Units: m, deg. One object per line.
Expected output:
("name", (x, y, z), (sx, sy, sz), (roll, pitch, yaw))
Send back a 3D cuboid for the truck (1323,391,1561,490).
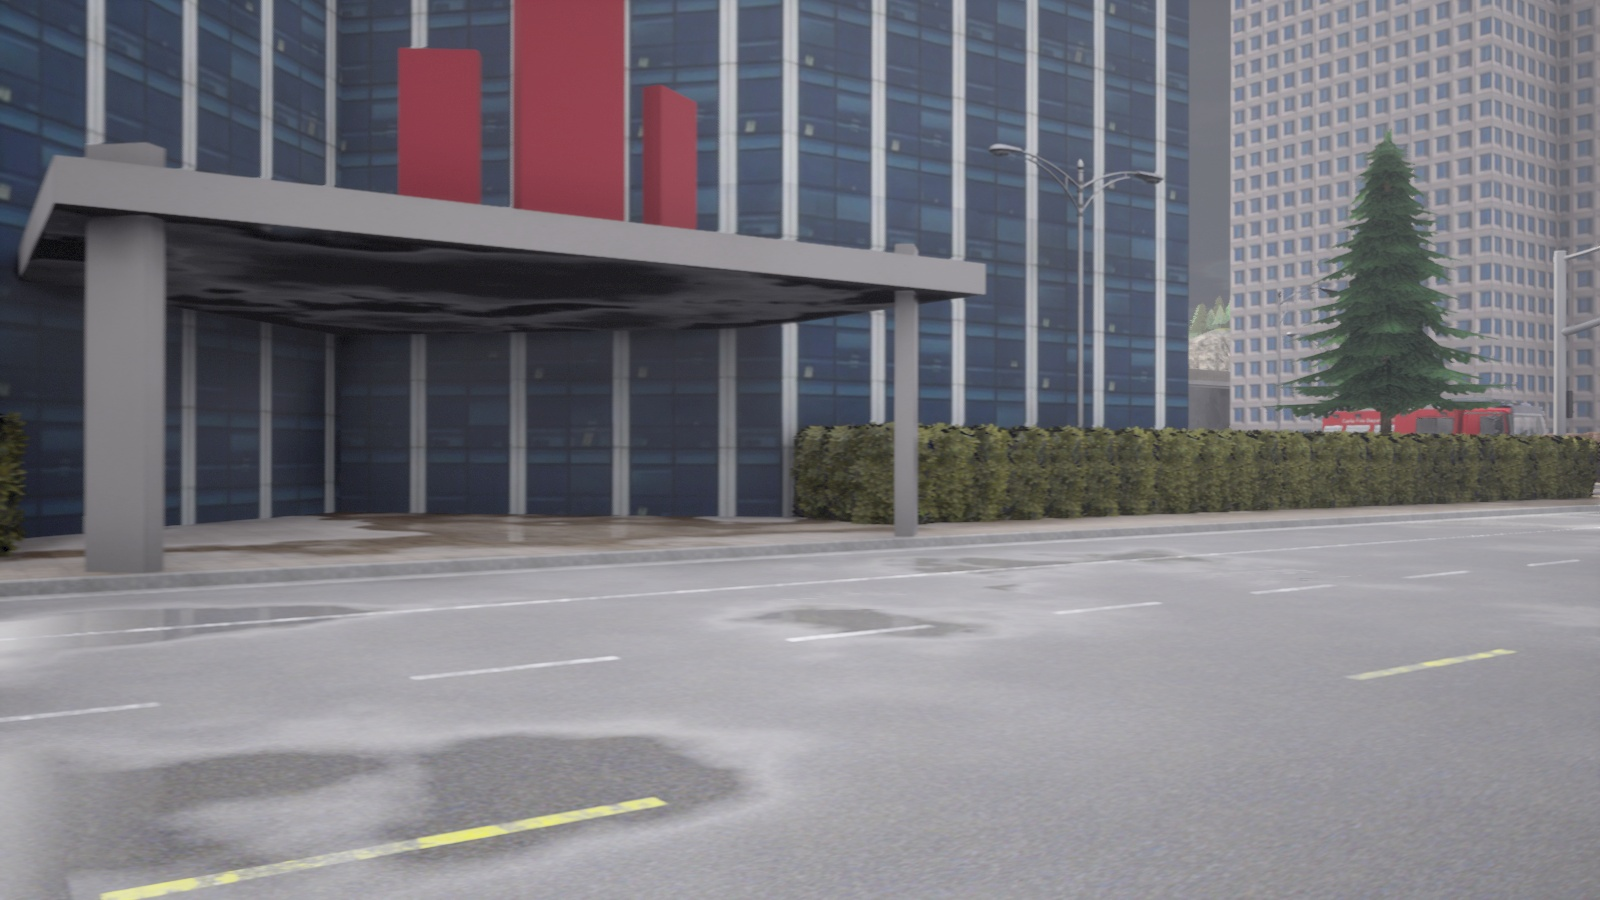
("truck", (26.599, -0.347, 52.512), (2.891, 3.827, 8.468), (0, 0, -34))
